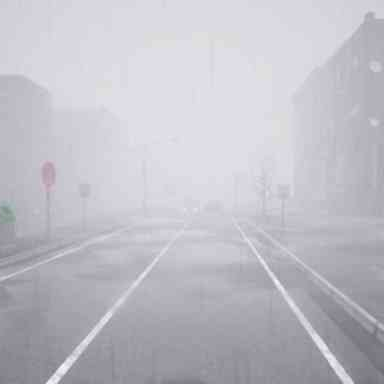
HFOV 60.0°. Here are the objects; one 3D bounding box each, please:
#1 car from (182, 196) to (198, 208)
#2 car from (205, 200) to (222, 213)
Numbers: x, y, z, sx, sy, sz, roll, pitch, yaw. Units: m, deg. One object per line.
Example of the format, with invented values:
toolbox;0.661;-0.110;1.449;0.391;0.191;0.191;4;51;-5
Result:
car;-0.252;1.448;50.985;2.097;1.767;4.553;0;0;4
car;2.528;1.620;38.892;1.812;1.442;4.674;0;0;4
